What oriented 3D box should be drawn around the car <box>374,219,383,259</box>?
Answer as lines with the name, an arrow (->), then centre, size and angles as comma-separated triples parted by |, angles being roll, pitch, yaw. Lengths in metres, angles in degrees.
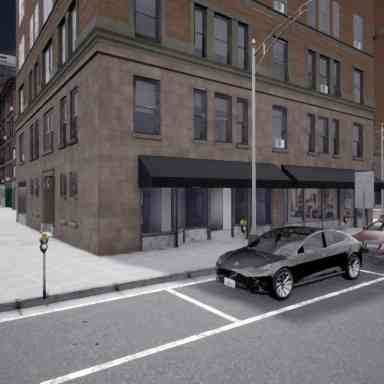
car -> 7.060, 1.582, 11.557 | 4.206, 1.307, 1.802 | 0, 0, -35

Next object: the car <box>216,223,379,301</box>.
car -> 2.579, 1.566, 8.367 | 4.313, 1.339, 1.947 | 0, 0, -35
